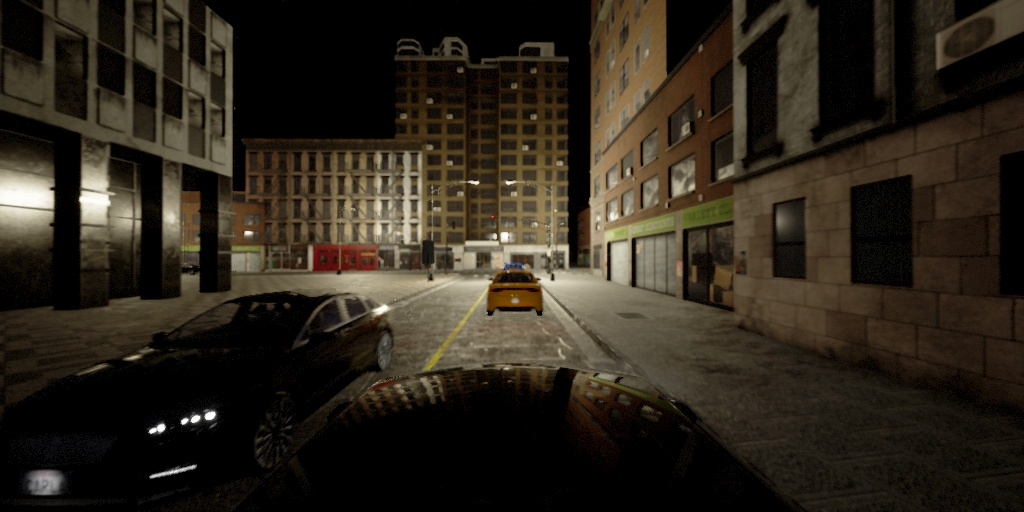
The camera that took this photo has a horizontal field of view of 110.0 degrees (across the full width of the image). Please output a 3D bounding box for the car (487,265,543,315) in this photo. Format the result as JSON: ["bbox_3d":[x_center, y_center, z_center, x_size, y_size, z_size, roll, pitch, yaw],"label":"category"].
[{"bbox_3d":[0.100,1.263,13.701,1.882,1.535,5.008,0,0,0],"label":"car"}]

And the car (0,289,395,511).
[{"bbox_3d":[-3.101,1.251,4.836,2.128,1.511,4.902,0,0,0],"label":"car"}]

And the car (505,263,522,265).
[{"bbox_3d":[0.111,1.298,28.872,1.882,1.535,5.008,0,0,0],"label":"car"}]

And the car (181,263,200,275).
[{"bbox_3d":[-40.462,1.634,44.556,4.902,1.511,2.128,0,0,-1],"label":"car"}]
